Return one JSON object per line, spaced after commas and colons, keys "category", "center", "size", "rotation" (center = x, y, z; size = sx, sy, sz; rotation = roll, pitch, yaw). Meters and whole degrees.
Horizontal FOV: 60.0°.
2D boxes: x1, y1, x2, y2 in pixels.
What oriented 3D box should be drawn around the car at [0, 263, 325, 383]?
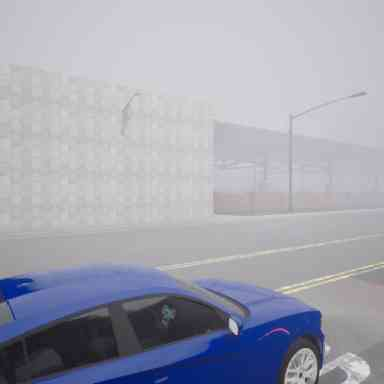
{"category": "car", "center": [-0.712, 1.478, 3.242], "size": [5.008, 1.535, 1.882], "rotation": [0, 0, -36]}
